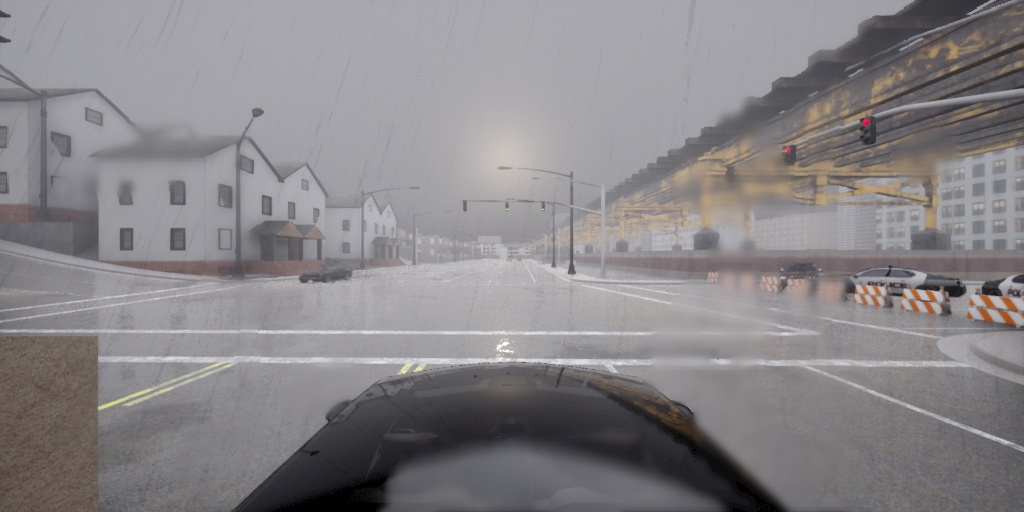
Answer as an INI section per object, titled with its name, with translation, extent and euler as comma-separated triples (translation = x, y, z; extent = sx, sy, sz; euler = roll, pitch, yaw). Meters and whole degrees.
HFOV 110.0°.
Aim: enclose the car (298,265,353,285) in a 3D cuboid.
[car]
translation = -13.927, 1.397, 27.038
extent = 1.895, 1.301, 4.718
euler = 0, 1, 1
